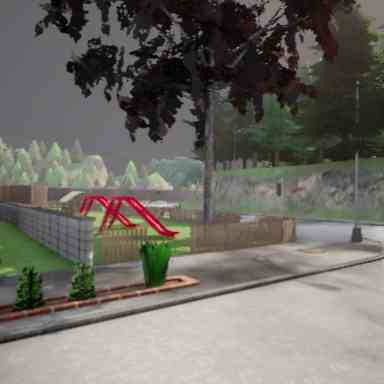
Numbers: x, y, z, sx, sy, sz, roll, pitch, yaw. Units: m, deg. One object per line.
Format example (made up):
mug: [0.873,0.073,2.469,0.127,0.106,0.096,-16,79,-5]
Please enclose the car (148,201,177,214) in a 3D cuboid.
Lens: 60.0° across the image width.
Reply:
car: [-3.621,1.750,39.455,1.812,1.442,4.674,1,0,-35]
